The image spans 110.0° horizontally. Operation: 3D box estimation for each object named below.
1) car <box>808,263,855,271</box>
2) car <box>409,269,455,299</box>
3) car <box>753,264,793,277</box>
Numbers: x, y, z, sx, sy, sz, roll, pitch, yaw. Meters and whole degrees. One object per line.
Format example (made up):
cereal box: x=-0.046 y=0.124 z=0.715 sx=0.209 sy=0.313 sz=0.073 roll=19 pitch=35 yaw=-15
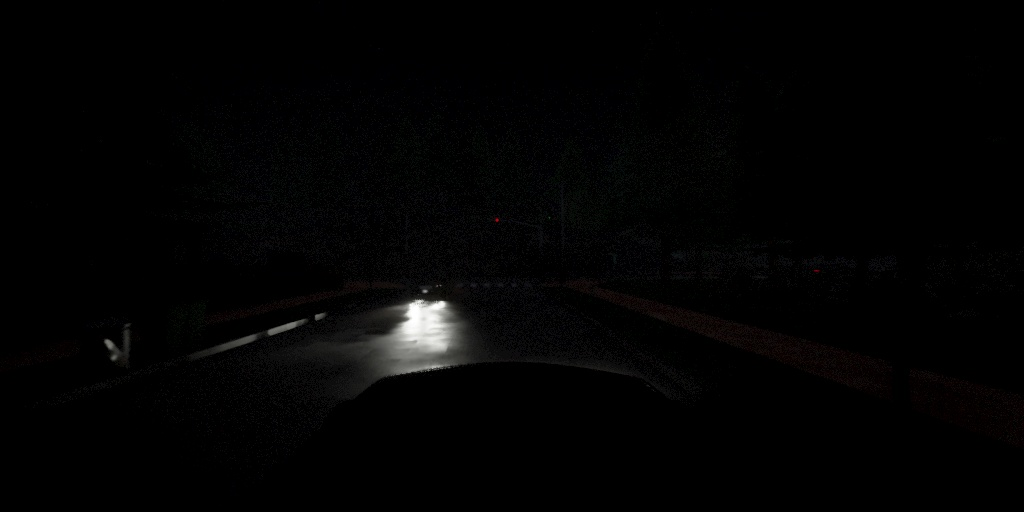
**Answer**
car: x=31.661 y=1.435 z=35.201 sx=5.357 sy=1.411 sz=2.033 roll=0 pitch=-1 yaw=-3
car: x=-4.330 y=1.499 z=19.951 sx=2.128 sy=1.511 sz=4.902 roll=0 pitch=-1 yaw=-2
car: x=28.739 y=1.553 z=38.564 sx=4.718 sy=1.301 sz=1.895 roll=0 pitch=-1 yaw=-3
